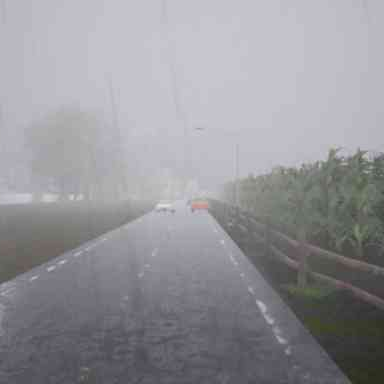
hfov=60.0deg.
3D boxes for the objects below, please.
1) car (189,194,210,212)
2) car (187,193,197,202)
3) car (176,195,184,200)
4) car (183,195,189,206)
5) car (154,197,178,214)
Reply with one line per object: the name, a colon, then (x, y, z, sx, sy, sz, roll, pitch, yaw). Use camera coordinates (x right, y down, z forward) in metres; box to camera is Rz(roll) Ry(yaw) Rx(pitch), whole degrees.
car: (0.956, 1.346, 38.395, 2.097, 1.767, 4.553, 0, 0, 0)
car: (-0.006, 1.210, 70.196, 2.097, 1.767, 4.553, 0, 0, 0)
car: (-2.759, 1.406, 76.675, 1.994, 1.385, 4.181, 0, 0, 0)
car: (-0.006, 1.545, 56.391, 2.033, 1.411, 5.357, 0, 0, 0)
car: (-2.845, 1.520, 35.723, 1.812, 1.442, 4.674, 0, 0, 0)
